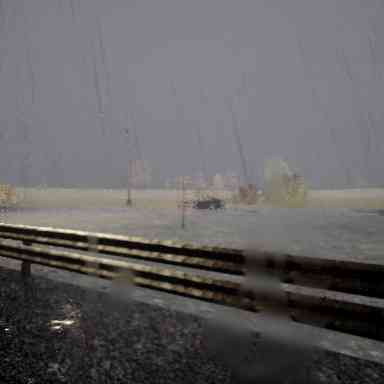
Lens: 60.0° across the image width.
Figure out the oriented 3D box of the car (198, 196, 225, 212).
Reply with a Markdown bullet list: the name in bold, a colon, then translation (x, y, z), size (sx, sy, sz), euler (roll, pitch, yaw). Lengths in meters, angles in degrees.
- **car**: translation (0.811, 1.179, 33.060), size (4.902, 1.511, 2.128), euler (0, 0, 13)
